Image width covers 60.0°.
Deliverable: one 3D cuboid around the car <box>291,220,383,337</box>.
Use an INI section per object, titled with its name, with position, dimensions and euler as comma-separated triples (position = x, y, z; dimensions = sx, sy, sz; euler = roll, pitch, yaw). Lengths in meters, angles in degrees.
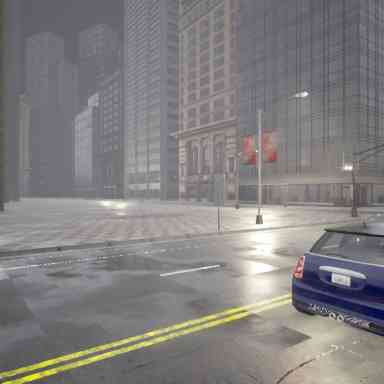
[car]
position = 3.992, 1.352, 6.303
dimensions = 4.553, 1.767, 2.097
euler = 0, 0, -36
